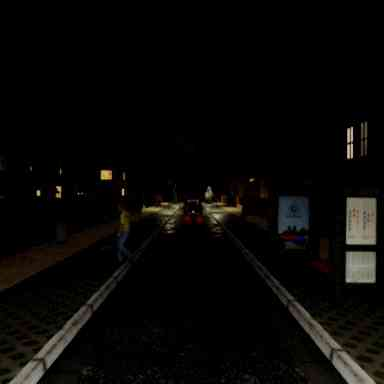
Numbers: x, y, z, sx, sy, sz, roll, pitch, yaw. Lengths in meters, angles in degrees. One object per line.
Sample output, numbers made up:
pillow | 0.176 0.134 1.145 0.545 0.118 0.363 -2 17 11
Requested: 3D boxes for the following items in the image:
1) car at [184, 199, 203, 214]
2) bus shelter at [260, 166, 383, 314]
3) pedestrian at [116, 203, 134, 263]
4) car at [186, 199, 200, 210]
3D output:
car | 0.118 1.627 34.896 1.895 1.301 4.718 0 0 0
bus shelter | 3.028 0.876 8.121 1.920 2.740 3.880 1 1 0
pedestrian | -1.955 1.140 9.889 0.375 1.860 0.375 -1 1 0
car | 0.123 1.647 45.250 1.895 1.301 4.718 0 0 0
